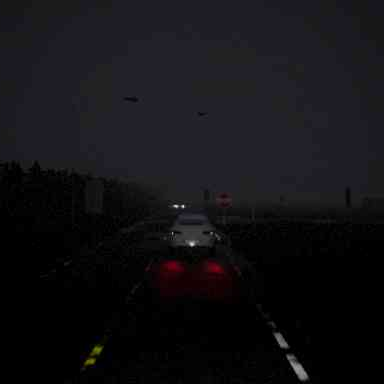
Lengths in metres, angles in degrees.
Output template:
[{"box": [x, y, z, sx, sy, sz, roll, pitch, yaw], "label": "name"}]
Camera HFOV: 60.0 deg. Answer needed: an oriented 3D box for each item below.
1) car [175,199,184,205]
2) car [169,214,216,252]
[{"box": [-2.727, 2.247, 74.137, 1.895, 1.301, 4.718, 0, 0, 0], "label": "car"}, {"box": [0.010, 1.660, 14.377, 1.812, 1.442, 4.674, 0, 0, 0], "label": "car"}]
